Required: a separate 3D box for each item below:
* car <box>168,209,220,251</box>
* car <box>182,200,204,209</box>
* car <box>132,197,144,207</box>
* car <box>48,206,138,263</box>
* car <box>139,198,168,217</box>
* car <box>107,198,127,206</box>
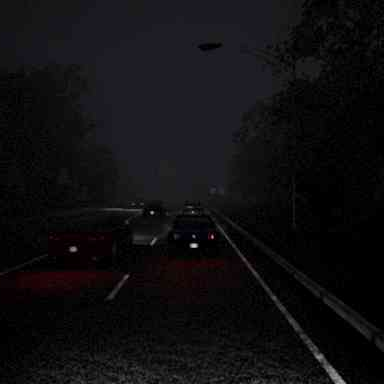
[{"bbox_3d":[0.083,1.617,14.076,1.895,1.301,4.718,0,0,0],"label":"car"},{"bbox_3d":[0.087,1.507,30.717,2.128,1.511,4.902,0,0,0],"label":"car"},{"bbox_3d":[-7.081,1.519,46.019,1.837,1.490,4.892,0,0,0],"label":"car"},{"bbox_3d":[-3.426,1.493,12.116,1.882,1.535,5.008,0,0,0],"label":"car"},{"bbox_3d":[-3.411,1.520,30.988,1.837,1.490,4.892,0,0,0],"label":"car"},{"bbox_3d":[-10.579,1.563,47.175,2.033,1.411,5.357,0,0,0],"label":"car"}]
